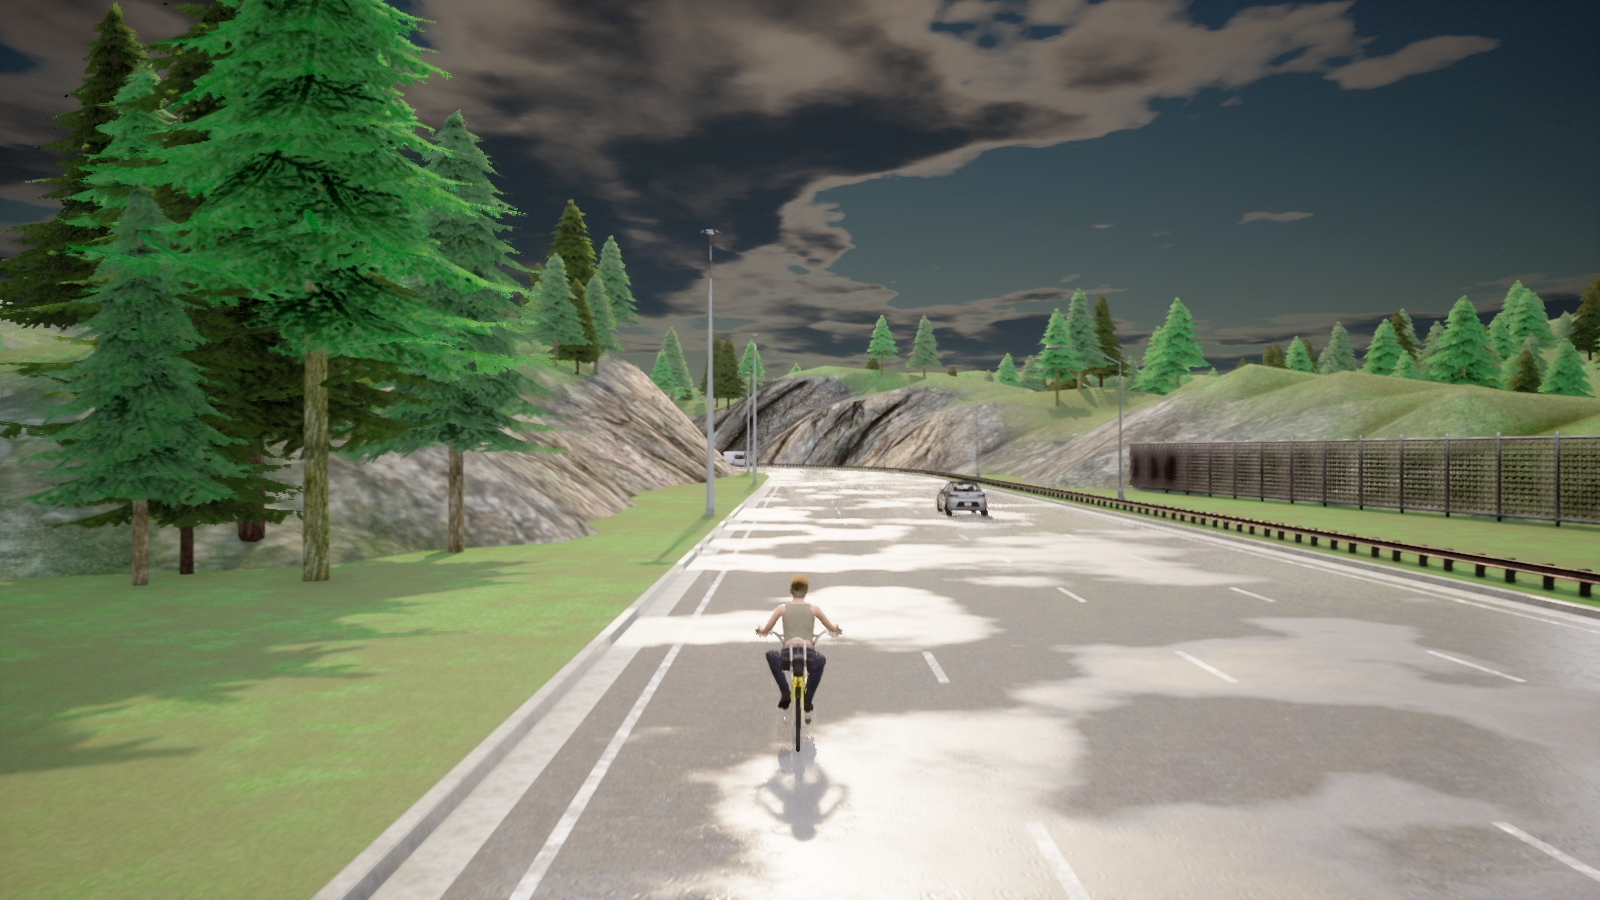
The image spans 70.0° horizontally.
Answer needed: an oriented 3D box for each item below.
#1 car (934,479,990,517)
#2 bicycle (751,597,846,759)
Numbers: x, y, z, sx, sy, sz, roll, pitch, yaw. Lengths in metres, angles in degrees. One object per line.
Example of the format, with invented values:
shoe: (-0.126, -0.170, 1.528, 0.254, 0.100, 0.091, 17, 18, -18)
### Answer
car: (6.997, 2.060, 49.630, 1.816, 1.474, 4.193, 0, 0, 0)
bicycle: (-0.013, 2.156, 11.064, 0.859, 1.276, 1.487, 0, 0, 0)
